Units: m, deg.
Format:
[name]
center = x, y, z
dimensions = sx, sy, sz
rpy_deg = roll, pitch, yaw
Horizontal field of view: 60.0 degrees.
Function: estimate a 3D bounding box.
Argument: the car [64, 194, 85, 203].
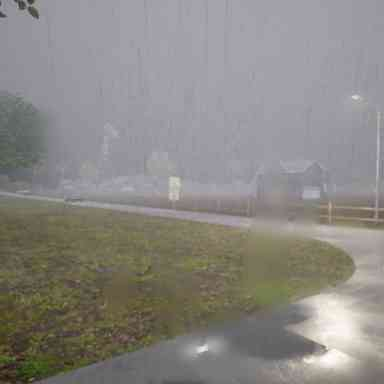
[car]
center = -18.313, 0.944, 51.446
dimensions = 2.033, 1.411, 5.357
rpy_deg = 2, -1, -36
